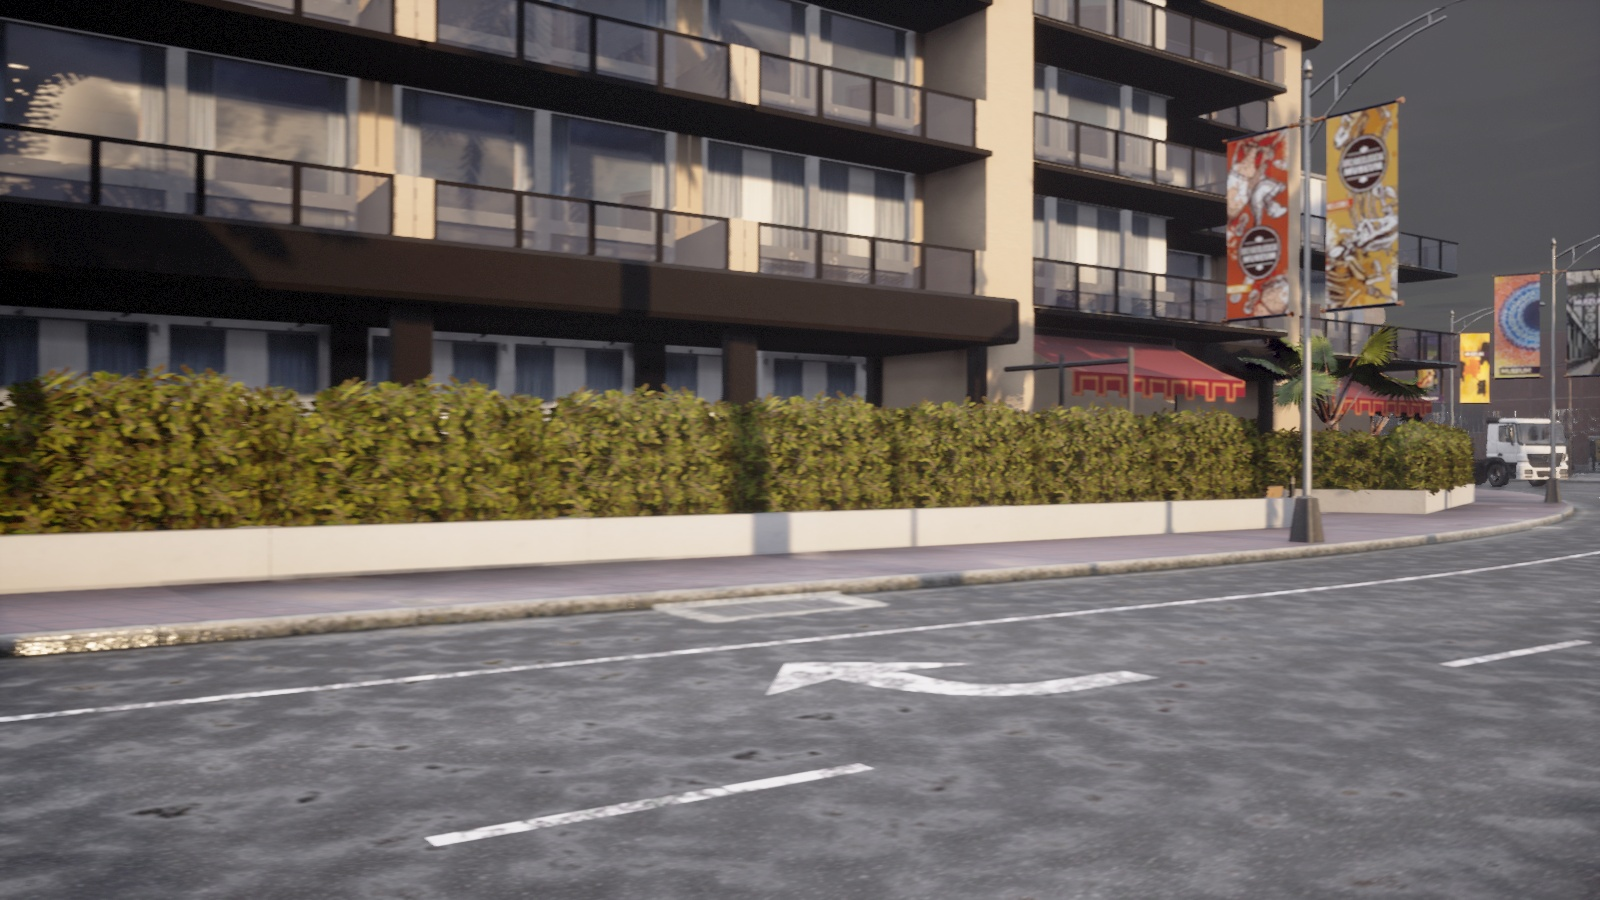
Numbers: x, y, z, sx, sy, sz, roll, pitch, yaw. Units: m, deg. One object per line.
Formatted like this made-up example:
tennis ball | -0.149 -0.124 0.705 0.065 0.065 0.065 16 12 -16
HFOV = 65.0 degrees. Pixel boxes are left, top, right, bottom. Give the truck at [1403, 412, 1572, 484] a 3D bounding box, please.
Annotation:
truck | 34.798 -0.074 64.008 2.891 3.462 7.936 0 0 -15
